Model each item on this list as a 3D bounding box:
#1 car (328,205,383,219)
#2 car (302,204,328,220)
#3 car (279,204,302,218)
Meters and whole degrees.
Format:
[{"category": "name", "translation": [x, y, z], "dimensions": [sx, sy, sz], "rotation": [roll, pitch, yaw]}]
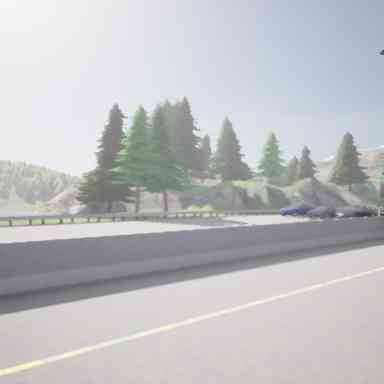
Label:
[{"category": "car", "translation": [15.824, 2.003, 31.932], "dimensions": [4.902, 1.511, 2.128], "rotation": [1, -1, -29]}, {"category": "car", "translation": [14.035, 2.115, 34.925], "dimensions": [4.181, 1.385, 1.994], "rotation": [1, -1, -30]}, {"category": "car", "translation": [12.185, 2.066, 37.903], "dimensions": [5.008, 1.535, 1.882], "rotation": [1, -1, -29]}]
